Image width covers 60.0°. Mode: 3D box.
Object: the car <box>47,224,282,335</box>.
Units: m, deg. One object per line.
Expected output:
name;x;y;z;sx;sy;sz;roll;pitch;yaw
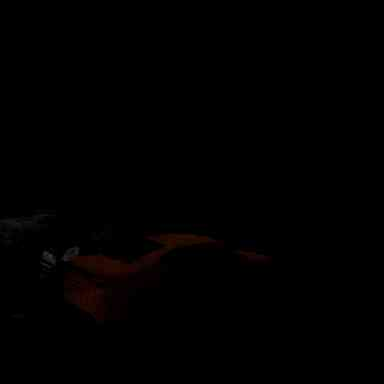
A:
car;-0.089;1.647;7.125;5.008;1.535;2.097;3;-1;-39

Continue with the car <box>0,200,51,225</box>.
car;-12.232;1.329;22.079;4.792;1.488;2.163;3;-1;-39

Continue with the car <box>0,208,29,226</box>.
car;-5.241;1.540;13.487;4.674;1.452;2.002;3;-1;-39

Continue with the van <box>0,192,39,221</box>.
van;-13.929;1.030;24.423;4.442;1.987;1.878;3;-1;-39

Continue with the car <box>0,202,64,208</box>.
car;-7.124;1.439;15.525;5.366;1.575;1.946;3;-1;-39

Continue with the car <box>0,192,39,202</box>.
car;-10.432;1.101;19.967;5.566;2.045;2.435;3;-1;-39

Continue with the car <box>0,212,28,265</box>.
car;-3.518;1.578;11.318;4.792;1.488;2.163;3;-1;-39

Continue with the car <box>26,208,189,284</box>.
car;-1.799;1.474;9.303;4.553;1.767;2.185;3;-1;-39
